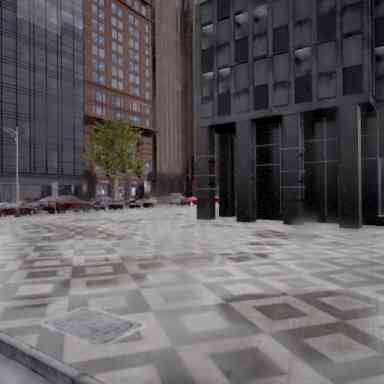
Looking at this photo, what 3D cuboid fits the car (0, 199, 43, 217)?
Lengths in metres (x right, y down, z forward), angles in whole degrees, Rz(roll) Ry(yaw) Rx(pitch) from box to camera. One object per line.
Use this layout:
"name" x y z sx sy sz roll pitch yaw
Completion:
"car" -16.063 1.577 29.876 1.802 1.307 4.206 -1 0 35

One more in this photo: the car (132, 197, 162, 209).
"car" -6.440 1.510 43.788 1.947 1.339 4.313 -1 0 35

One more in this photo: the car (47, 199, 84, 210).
"car" -16.656 1.643 44.004 1.802 1.307 4.206 -1 0 35

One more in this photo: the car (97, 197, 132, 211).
"car" -9.647 1.526 39.152 1.947 1.339 4.313 -1 0 35

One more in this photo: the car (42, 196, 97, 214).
"car" -12.857 1.291 34.515 2.192 1.841 5.009 -1 0 35

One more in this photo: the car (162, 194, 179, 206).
"car" -2.033 1.497 54.758 2.033 1.411 5.357 -1 0 35

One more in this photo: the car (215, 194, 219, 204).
"car" 3.181 1.223 57.703 2.192 1.841 5.009 -1 0 35

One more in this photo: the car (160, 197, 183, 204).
"car" -3.823 1.575 62.557 1.947 1.339 4.313 -1 0 35

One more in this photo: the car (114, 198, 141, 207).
"car" -10.240 1.614 53.280 1.802 1.307 4.206 -1 0 35

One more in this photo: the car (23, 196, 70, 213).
"car" -16.877 1.396 38.845 2.097 1.767 4.553 -1 -1 35

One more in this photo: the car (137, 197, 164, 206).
"car" -7.129 1.546 57.778 1.752 1.417 4.829 -1 0 35

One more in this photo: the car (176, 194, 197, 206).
"car" -0.025 1.463 53.064 1.887 1.381 4.507 -1 0 35

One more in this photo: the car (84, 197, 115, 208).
"car" -13.450 1.485 48.642 1.967 1.590 4.097 -1 0 35

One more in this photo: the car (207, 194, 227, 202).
"car" 5.799 1.297 76.472 2.192 1.841 5.009 -1 0 35

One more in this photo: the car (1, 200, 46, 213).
"car" -19.864 1.644 39.366 1.947 1.339 4.313 -1 0 35
